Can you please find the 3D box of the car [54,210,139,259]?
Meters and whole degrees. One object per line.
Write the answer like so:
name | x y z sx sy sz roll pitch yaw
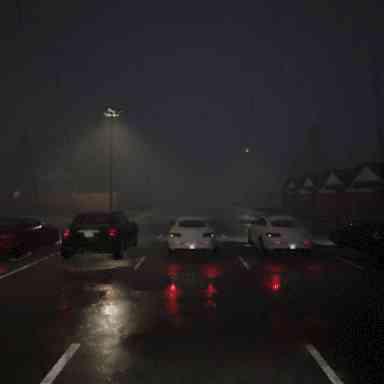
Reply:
car | -3.482 1.498 13.400 2.097 1.767 4.553 0 -1 0

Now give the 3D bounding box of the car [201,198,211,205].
car | 3.494 2.388 79.020 2.033 1.411 5.357 0 -1 0

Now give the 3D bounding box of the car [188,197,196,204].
car | -0.007 2.176 89.412 2.097 1.767 4.553 0 -1 0

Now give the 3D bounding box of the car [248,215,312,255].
car | 3.523 1.678 13.875 1.812 1.442 4.674 0 0 1

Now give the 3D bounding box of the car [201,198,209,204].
car | 3.493 2.361 89.440 2.033 1.411 5.357 0 -1 0

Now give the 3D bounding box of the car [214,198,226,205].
car | 6.994 2.406 79.436 1.994 1.385 4.181 0 -1 0

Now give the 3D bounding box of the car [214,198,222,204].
car | 6.993 2.345 89.441 1.812 1.442 4.674 0 -1 0

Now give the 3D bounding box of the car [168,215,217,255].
car | 0.022 1.678 13.863 1.812 1.442 4.674 0 0 1

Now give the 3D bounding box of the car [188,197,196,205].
car | -0.006 2.374 79.019 2.128 1.511 4.902 0 -1 0

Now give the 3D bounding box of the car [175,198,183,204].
car | -3.507 2.361 89.440 2.033 1.411 5.357 0 -1 0

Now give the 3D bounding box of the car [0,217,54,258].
car | -7.032 1.712 13.422 1.994 1.385 4.181 0 -1 0

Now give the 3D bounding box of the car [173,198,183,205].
car | -3.506 2.388 79.020 2.033 1.411 5.357 0 -1 0

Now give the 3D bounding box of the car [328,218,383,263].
car | 7.007 1.685 12.493 2.033 1.411 5.357 0 -1 0
